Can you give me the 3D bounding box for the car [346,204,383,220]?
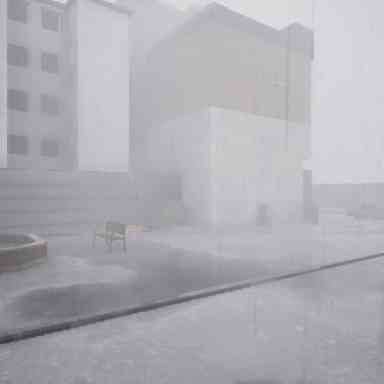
[{"bbox_3d":[14.719,1.601,25.889,1.895,1.301,4.718,0,0,-35],"label":"car"}]
